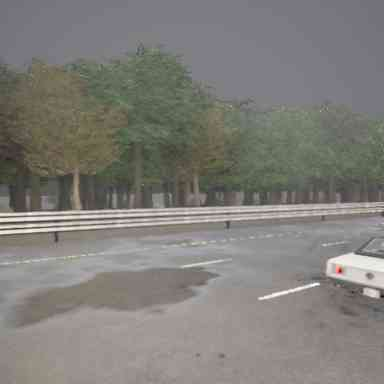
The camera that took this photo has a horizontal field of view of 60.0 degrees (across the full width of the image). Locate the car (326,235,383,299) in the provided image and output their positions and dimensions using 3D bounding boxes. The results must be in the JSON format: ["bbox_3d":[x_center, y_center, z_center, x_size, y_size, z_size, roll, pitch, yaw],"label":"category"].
[{"bbox_3d":[5.219,1.638,7.597,4.718,1.301,1.895,0,0,-36],"label":"car"}]
